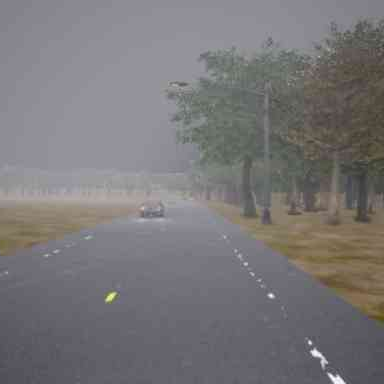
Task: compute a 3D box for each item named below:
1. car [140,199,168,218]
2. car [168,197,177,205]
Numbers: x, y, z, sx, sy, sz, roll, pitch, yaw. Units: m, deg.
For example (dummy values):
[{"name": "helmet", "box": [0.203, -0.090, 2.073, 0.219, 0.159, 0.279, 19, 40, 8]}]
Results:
[{"name": "car", "box": [-3.792, 1.560, 32.681, 2.097, 1.767, 4.553, 0, -1, -1]}, {"name": "car", "box": [-4.437, 1.961, 73.417, 2.097, 1.767, 4.553, 0, -1, -1]}]
